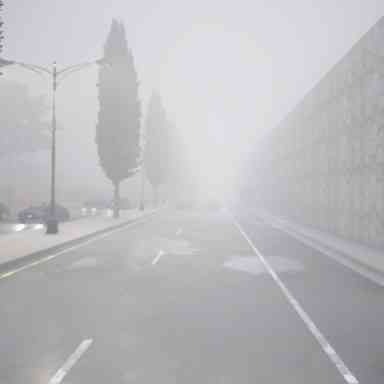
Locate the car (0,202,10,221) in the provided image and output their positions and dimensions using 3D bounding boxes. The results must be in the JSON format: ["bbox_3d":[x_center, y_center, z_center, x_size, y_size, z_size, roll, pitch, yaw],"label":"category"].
[{"bbox_3d":[-13.855,1.255,21.562,1.837,1.490,4.892,1,0,4],"label":"car"}]

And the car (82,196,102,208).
[{"bbox_3d":[-12.401,1.283,43.259,2.033,1.411,5.357,1,0,4],"label":"car"}]

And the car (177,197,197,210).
[{"bbox_3d":[-0.834,1.407,42.358,2.128,1.511,4.902,1,0,4],"label":"car"}]

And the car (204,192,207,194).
[{"bbox_3d":[3.033,1.315,49.523,2.097,1.767,4.553,1,0,4],"label":"car"}]

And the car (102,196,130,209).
[{"bbox_3d":[-9.031,1.284,41.331,2.128,1.511,4.902,1,0,4],"label":"car"}]

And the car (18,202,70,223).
[{"bbox_3d":[-10.242,1.367,23.234,1.994,1.385,4.181,1,0,4],"label":"car"}]

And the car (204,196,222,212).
[{"bbox_3d":[2.403,1.449,38.762,1.882,1.535,5.008,1,0,4],"label":"car"}]
